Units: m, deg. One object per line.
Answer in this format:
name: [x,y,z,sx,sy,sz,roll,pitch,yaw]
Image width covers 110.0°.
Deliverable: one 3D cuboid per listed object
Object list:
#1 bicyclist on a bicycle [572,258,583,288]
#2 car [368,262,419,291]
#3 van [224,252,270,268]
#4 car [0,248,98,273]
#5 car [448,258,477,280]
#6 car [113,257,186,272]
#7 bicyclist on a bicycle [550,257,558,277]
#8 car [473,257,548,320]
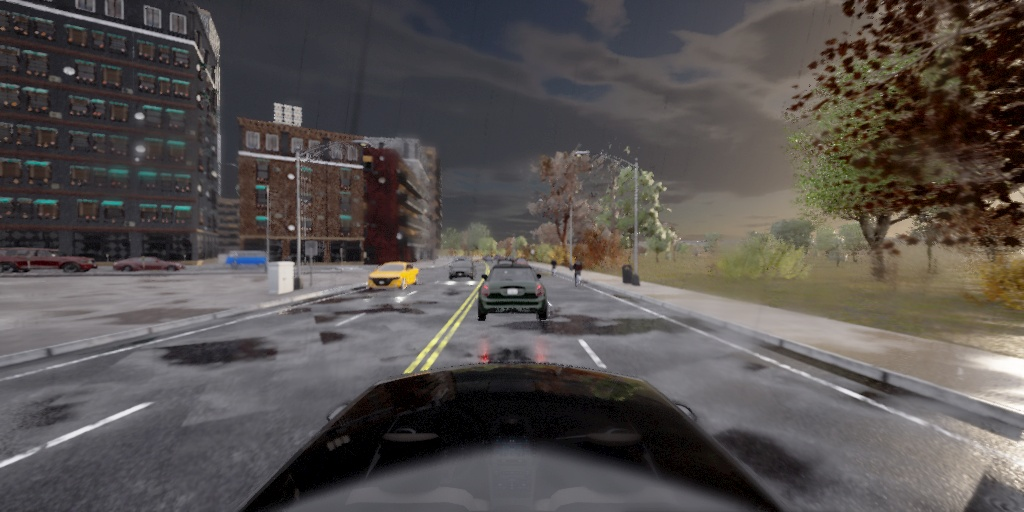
bicyclist on a bicycle: [3.839,0.994,21.154,0.659,1.776,1.843,0,1,-2]
car: [-6.882,1.108,21.268,1.882,1.535,5.008,0,0,-1]
van: [-28.778,0.424,39.196,3.998,1.789,1.690,0,0,-32]
car: [-34.017,0.377,26.081,5.009,1.841,2.192,0,0,-32]
car: [-3.831,1.088,28.434,1.837,1.490,4.892,0,0,-2]
car: [-29.231,0.708,29.051,4.207,1.307,1.802,0,0,-32]
bicyclist on a bicycle: [3.520,0.933,30.223,0.659,1.776,1.843,0,1,-2]
car: [-0.015,1.035,12.492,2.097,1.767,4.553,0,0,-1]
